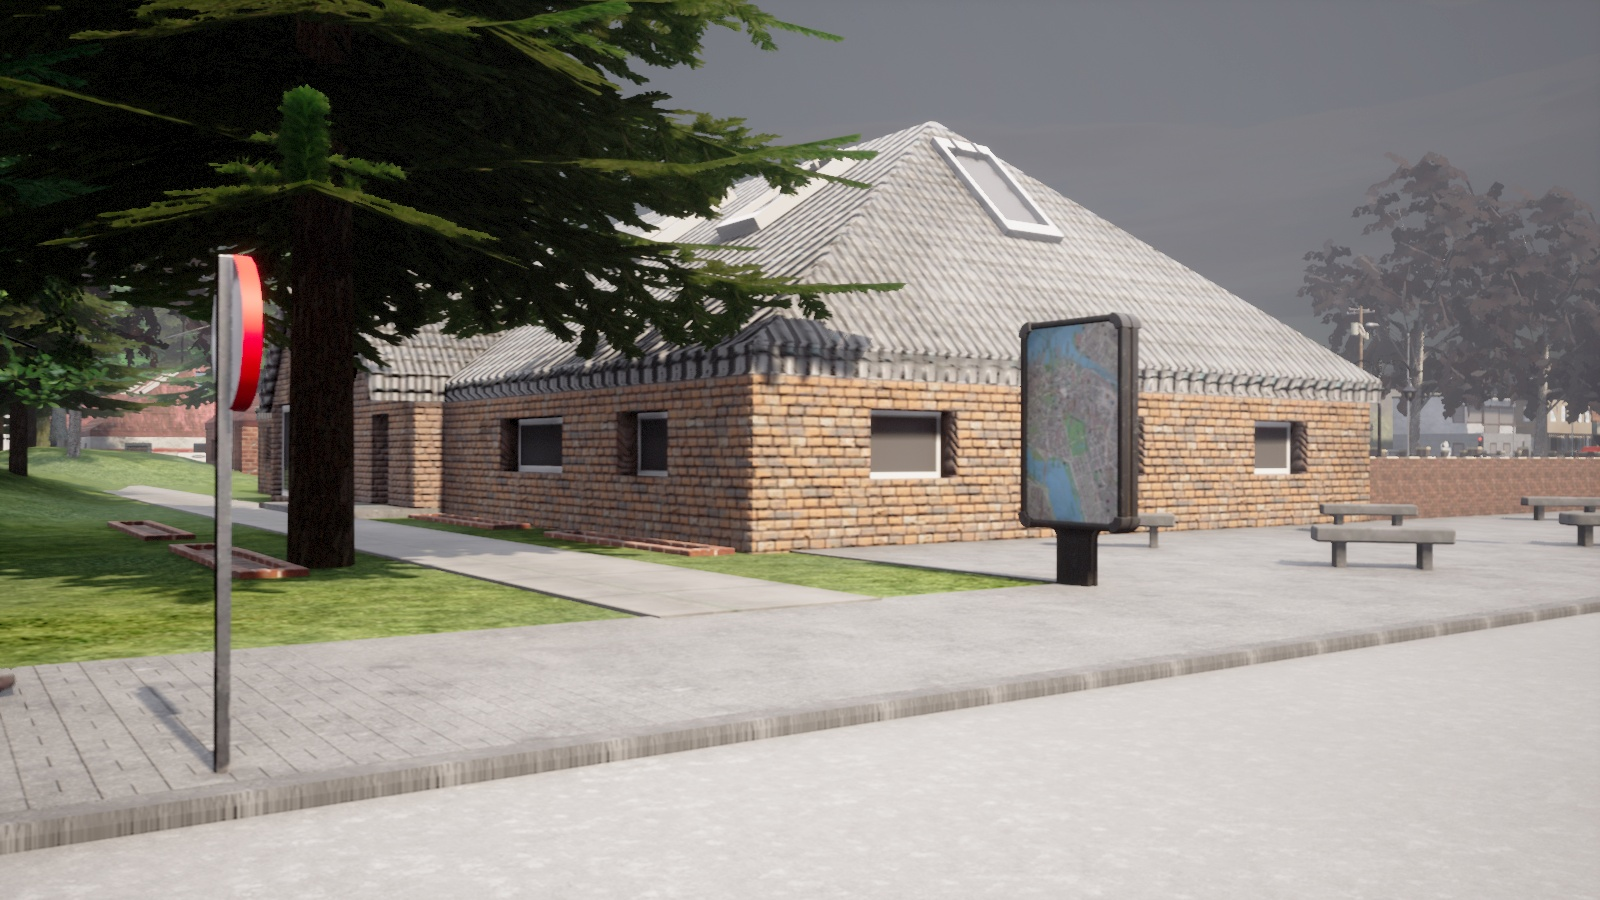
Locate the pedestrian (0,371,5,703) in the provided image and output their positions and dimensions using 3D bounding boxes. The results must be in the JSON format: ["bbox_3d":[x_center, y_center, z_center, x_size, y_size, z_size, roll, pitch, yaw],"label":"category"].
[{"bbox_3d":[-4.789,0.481,6.846,0.354,1.836,0.706,0,0,45],"label":"pedestrian"}]
